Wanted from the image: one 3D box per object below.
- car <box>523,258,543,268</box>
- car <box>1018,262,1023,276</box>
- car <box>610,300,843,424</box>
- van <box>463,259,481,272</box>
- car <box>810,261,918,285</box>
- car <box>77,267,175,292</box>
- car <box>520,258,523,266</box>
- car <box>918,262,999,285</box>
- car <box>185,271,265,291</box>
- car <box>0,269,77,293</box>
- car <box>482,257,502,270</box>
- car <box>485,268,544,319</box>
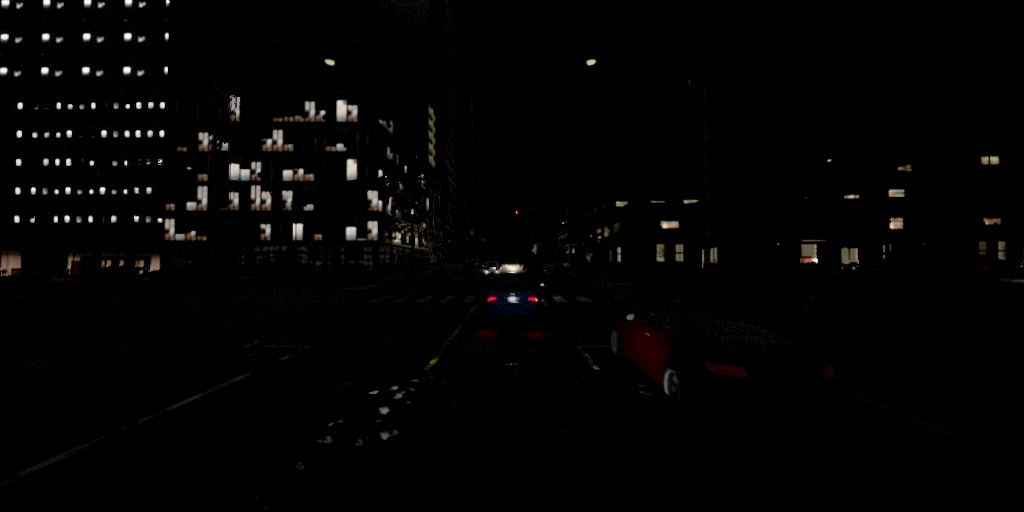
[{"bbox_3d":[2.699,1.335,43.621,1.967,1.591,4.097,0,0,0],"label":"car"},{"bbox_3d":[42.043,0.678,26.982,5.566,2.045,2.150,0,-1,1],"label":"car"},{"bbox_3d":[2.816,1.346,5.658,1.802,1.307,4.207,0,0,0],"label":"car"},{"bbox_3d":[-5.681,1.255,49.257,1.690,1.789,3.998,0,0,0],"label":"van"},{"bbox_3d":[20.693,1.061,21.414,4.829,1.417,1.751,0,0,1],"label":"car"},{"bbox_3d":[-23.098,1.395,21.840,4.097,1.591,1.967,0,0,1],"label":"car"},{"bbox_3d":[2.701,1.248,54.968,2.192,1.841,5.009,0,0,0],"label":"car"},{"bbox_3d":[26.056,1.034,21.362,4.403,1.370,2.007,0,0,1],"label":"car"},{"bbox_3d":[-17.415,1.482,21.784,4.207,1.307,1.802,0,0,1],"label":"car"},{"bbox_3d":[-28.612,1.536,21.894,4.829,1.417,1.751,0,0,1],"label":"car"},{"bbox_3d":[-3.060,1.161,56.960,2.150,2.045,5.566,0,0,0],"label":"car"},{"bbox_3d":[0.186,1.339,13.095,2.033,1.411,5.357,0,0,4],"label":"car"}]
